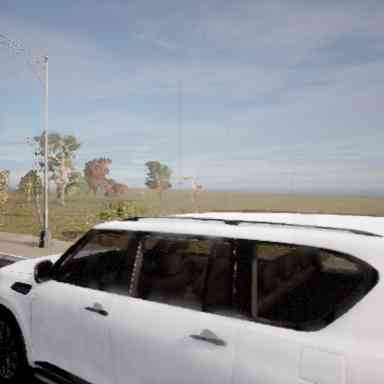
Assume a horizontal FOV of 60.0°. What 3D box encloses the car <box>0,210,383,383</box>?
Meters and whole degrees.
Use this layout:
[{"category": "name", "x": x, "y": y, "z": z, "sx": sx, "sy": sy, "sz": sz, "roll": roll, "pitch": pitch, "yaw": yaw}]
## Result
[{"category": "car", "x": -0.140, "y": 1.227, "z": 3.662, "sx": 5.566, "sy": 2.045, "sz": 2.150, "roll": 0, "pitch": 0, "yaw": 36}]
